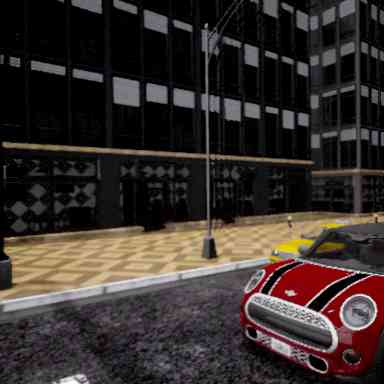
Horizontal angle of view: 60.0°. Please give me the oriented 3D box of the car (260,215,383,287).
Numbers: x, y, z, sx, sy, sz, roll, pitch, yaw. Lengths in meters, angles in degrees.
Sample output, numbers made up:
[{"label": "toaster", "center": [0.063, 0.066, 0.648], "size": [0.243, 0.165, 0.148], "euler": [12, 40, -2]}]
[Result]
[{"label": "car", "center": [4.343, 1.518, 9.839], "size": [4.829, 1.417, 1.752], "euler": [0, -1, -35]}]

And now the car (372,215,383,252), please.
[{"label": "car", "center": [9.175, 1.554, 13.074], "size": [4.313, 1.339, 1.947], "euler": [0, -1, -35]}]

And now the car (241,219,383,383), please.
[{"label": "car", "center": [2.943, 1.348, 5.470], "size": [4.553, 1.767, 2.097], "euler": [0, 0, -35]}]
